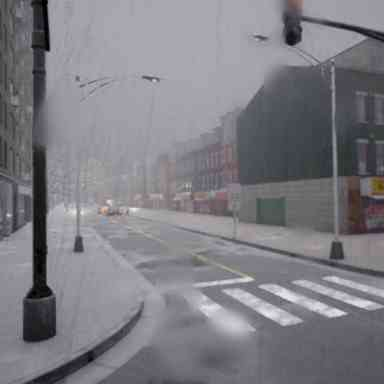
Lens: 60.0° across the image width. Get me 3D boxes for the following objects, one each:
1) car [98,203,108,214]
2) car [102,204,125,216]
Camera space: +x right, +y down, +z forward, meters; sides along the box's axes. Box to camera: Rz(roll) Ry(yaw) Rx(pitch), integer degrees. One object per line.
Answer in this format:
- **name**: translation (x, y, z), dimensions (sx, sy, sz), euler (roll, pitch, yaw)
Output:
- **car**: translation (-14.588, 2.684, 55.648), dimensions (2.097, 1.767, 4.553), euler (0, -1, -20)
- **car**: translation (-10.963, 2.699, 46.292), dimensions (1.895, 1.301, 4.718), euler (0, -1, -21)
